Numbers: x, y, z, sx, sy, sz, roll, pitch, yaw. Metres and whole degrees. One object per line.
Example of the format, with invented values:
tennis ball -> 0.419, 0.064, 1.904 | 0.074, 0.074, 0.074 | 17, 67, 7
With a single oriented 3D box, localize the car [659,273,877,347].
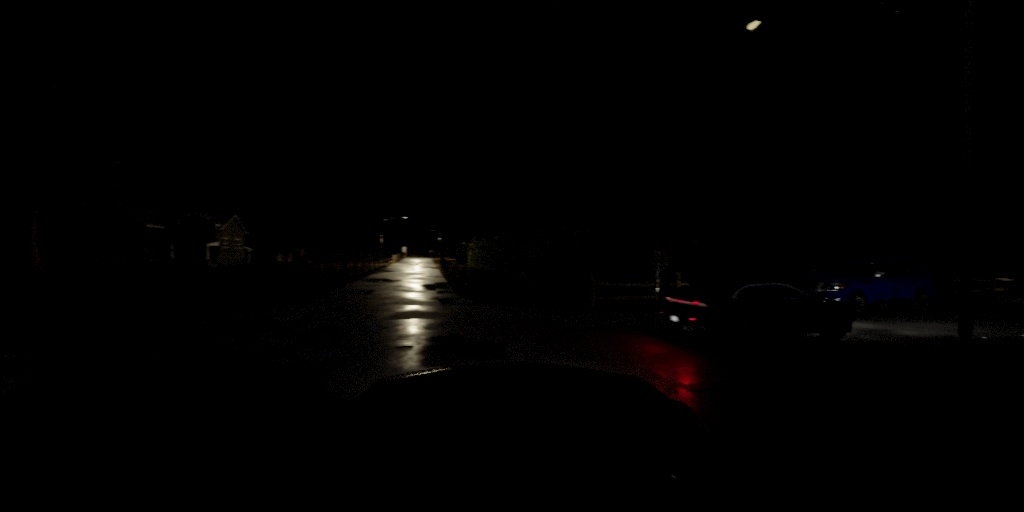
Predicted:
car -> 6.304, 1.330, 9.310 | 4.902, 1.511, 2.128 | 0, 0, -14

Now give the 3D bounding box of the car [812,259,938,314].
car -> 13.583, 1.116, 13.987 | 5.566, 2.045, 2.150 | 0, 0, -13
